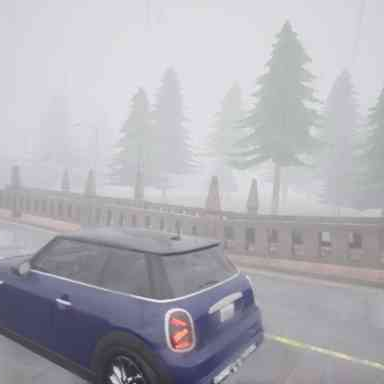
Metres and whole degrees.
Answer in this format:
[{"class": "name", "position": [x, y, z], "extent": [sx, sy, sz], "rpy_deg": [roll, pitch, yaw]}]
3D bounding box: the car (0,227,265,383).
[{"class": "car", "position": [-1.335, 1.314, 4.934], "extent": [4.553, 1.767, 2.097], "rpy_deg": [2, 1, 35]}]
